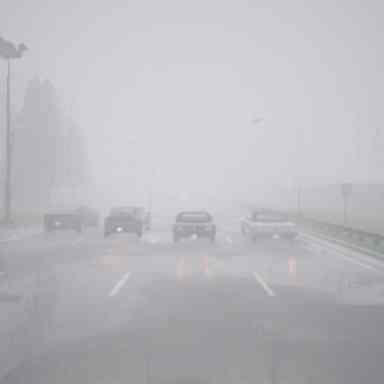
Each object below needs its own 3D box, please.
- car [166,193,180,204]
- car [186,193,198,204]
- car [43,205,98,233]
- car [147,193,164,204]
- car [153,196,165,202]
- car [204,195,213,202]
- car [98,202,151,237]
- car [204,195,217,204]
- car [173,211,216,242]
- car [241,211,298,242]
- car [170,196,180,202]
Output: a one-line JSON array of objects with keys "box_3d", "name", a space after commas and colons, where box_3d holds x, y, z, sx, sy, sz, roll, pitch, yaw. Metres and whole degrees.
[{"box_3d": [-3.497, 1.203, 61.288, 2.150, 2.045, 5.566, 0, 0, 0], "name": "car"}, {"box_3d": [0.003, 1.486, 61.258, 1.837, 1.490, 4.892, 0, 0, 0], "name": "car"}, {"box_3d": [-6.899, 1.472, 19.566, 1.882, 1.535, 5.008, 0, 0, 0], "name": "car"}, {"box_3d": [-6.997, 1.203, 61.288, 2.150, 2.045, 5.566, 0, 0, 0], "name": "car"}, {"box_3d": [-6.996, 1.463, 70.880, 1.895, 1.301, 4.718, 0, 0, 0], "name": "car"}, {"box_3d": [3.504, 1.392, 71.682, 1.837, 1.490, 4.892, 0, 0, 0], "name": "car"}, {"box_3d": [-3.399, 1.499, 18.072, 1.837, 1.490, 4.892, 0, 0, 0], "name": "car"}, {"box_3d": [3.503, 1.486, 61.258, 1.837, 1.490, 4.892, 0, 0, 0], "name": "car"}, {"box_3d": [0.101, 1.596, 16.411, 1.895, 1.301, 4.718, 0, 0, 0], "name": "car"}, {"box_3d": [3.600, 1.596, 16.421, 1.895, 1.301, 4.718, 0, 0, 0], "name": "car"}, {"box_3d": [-3.496, 1.463, 70.880, 1.895, 1.301, 4.718, 0, 0, 0], "name": "car"}]
